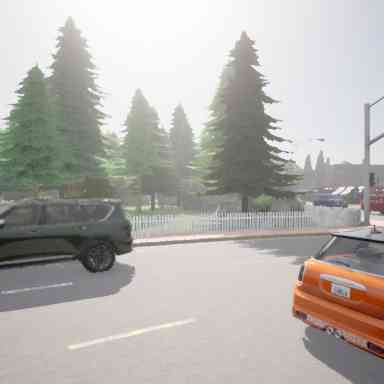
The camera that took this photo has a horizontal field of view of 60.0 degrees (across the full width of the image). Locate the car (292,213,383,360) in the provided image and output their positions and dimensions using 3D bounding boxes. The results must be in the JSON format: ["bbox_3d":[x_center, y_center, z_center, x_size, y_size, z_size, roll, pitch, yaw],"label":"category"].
[{"bbox_3d":[3.926,1.352,5.437,4.553,1.767,2.097,0,0,-26],"label":"car"}]

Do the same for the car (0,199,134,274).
[{"bbox_3d":[-4.383,1.221,9.232,5.566,2.045,2.150,0,0,-31],"label":"car"}]

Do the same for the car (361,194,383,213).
[{"bbox_3d":[19.339,1.277,33.199,2.150,2.045,5.566,0,0,-8],"label":"car"}]

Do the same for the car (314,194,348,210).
[{"bbox_3d":[17.968,1.277,43.464,2.150,2.045,5.566,0,0,-8],"label":"car"}]
